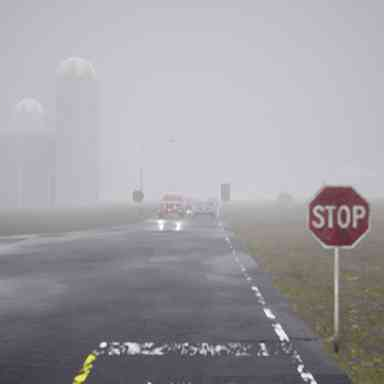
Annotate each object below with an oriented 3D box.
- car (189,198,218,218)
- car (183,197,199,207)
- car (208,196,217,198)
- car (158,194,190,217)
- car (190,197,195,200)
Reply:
[{"bbox_3d":[1.144,1.527,30.369,2.033,1.411,5.357,0,0,4],"label":"car"},{"bbox_3d":[-0.046,1.514,51.064,1.994,1.385,4.181,0,0,6],"label":"car"},{"bbox_3d":[3.791,1.422,60.999,2.128,1.511,4.902,0,0,6],"label":"car"},{"bbox_3d":[-1.746,1.201,31.256,2.150,2.045,5.566,0,0,4],"label":"car"},{"bbox_3d":[-0.996,1.531,41.130,1.994,1.385,4.181,0,0,5],"label":"car"}]
